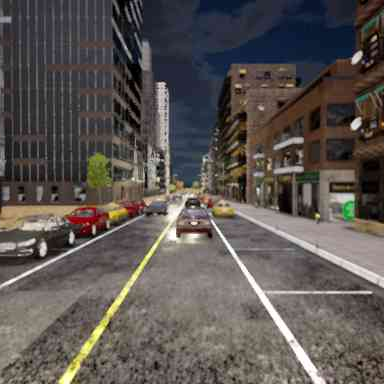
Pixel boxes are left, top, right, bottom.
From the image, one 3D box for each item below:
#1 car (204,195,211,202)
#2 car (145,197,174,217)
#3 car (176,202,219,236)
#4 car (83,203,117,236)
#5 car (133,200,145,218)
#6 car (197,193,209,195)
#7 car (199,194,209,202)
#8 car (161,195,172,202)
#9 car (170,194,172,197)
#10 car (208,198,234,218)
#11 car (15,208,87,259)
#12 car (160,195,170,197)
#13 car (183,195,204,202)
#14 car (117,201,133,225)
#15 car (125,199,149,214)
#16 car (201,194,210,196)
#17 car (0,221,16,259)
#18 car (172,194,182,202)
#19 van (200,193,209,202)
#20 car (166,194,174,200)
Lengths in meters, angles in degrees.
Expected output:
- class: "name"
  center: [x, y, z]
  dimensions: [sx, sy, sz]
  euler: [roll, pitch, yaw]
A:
- class: "car"
  center: [2.663, 1.447, 40.575]
  dimensions: [1.887, 1.381, 4.507]
  euler: [-1, 0, 0]
- class: "car"
  center: [-3.106, 1.471, 30.646]
  dimensions: [2.033, 1.411, 5.357]
  euler: [0, 0, 0]
- class: "car"
  center: [0.096, 1.500, 17.945]
  dimensions: [2.033, 1.411, 5.357]
  euler: [0, 0, 0]
- class: "car"
  center: [-5.677, 1.498, 17.905]
  dimensions: [1.887, 1.381, 4.507]
  euler: [-1, 0, 0]
- class: "car"
  center: [-5.681, 1.472, 29.302]
  dimensions: [1.887, 1.381, 4.507]
  euler: [-1, 0, 0]
- class: "car"
  center: [2.652, 1.169, 63.366]
  dimensions: [2.192, 1.841, 5.009]
  euler: [-1, 0, 0]
- class: "car"
  center: [2.651, 1.272, 74.761]
  dimensions: [1.967, 1.590, 4.097]
  euler: [-1, 0, 0]
- class: "car"
  center: [-5.693, 1.382, 74.884]
  dimensions: [2.008, 1.369, 4.403]
  euler: [-1, 0, 0]
- class: "car"
  center: [-5.692, 1.387, 69.186]
  dimensions: [1.887, 1.381, 4.507]
  euler: [-1, 0, 0]
- class: "car"
  center: [2.666, 1.453, 29.350]
  dimensions: [1.752, 1.417, 4.829]
  euler: [-1, 0, 0]
- class: "car"
  center: [-5.676, 1.518, 12.208]
  dimensions: [2.008, 1.369, 4.403]
  euler: [-1, 0, 0]
- class: "car"
  center: [-5.691, 1.379, 63.319]
  dimensions: [1.752, 1.417, 4.829]
  euler: [-1, 0, 0]
- class: "car"
  center: [0.091, 1.412, 38.350]
  dimensions: [1.837, 1.490, 4.892]
  euler: [0, 0, 0]
- class: "car"
  center: [-5.679, 1.465, 23.433]
  dimensions: [1.752, 1.417, 4.829]
  euler: [-1, 0, 0]
- class: "car"
  center: [-5.681, 1.496, 35.000]
  dimensions: [1.802, 1.307, 4.206]
  euler: [-1, 0, 0]
- class: "car"
  center: [2.659, 1.402, 52.140]
  dimensions: [1.752, 1.417, 4.829]
  euler: [-1, 0, 0]
- class: "car"
  center: [-5.674, 1.526, 6.510]
  dimensions: [1.887, 1.381, 4.507]
  euler: [-1, 0, 0]
- class: "car"
  center: [-3.019, 1.363, 71.053]
  dimensions: [2.128, 1.511, 4.902]
  euler: [0, 0, 0]
- class: "van"
  center: [2.650, 1.184, 69.063]
  dimensions: [1.690, 1.788, 3.998]
  euler: [-1, 0, 0]
- class: "car"
  center: [-5.697, 1.335, 86.110]
  dimensions: [1.752, 1.417, 4.829]
  euler: [-1, 0, 0]
